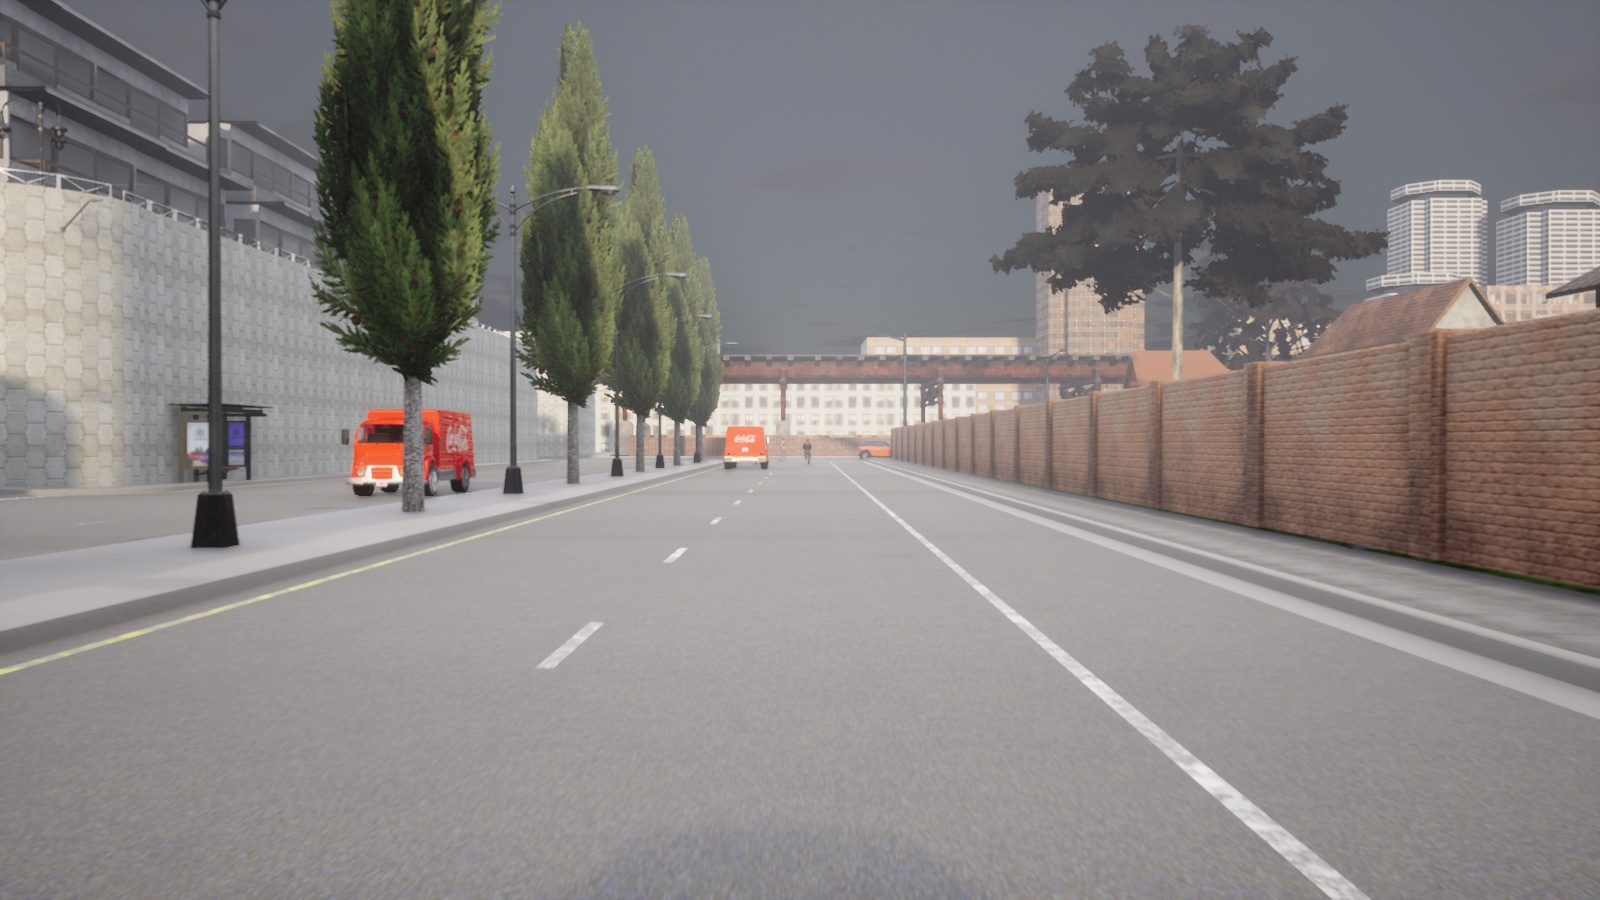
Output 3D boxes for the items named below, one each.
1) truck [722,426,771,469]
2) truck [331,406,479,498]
[{"bbox_3d":[-3.068,-0.155,73.224,2.627,2.467,5.204,0,0,0],"label":"truck"},{"bbox_3d":[-11.278,0.046,36.341,2.627,2.467,5.204,0,0,0],"label":"truck"}]
